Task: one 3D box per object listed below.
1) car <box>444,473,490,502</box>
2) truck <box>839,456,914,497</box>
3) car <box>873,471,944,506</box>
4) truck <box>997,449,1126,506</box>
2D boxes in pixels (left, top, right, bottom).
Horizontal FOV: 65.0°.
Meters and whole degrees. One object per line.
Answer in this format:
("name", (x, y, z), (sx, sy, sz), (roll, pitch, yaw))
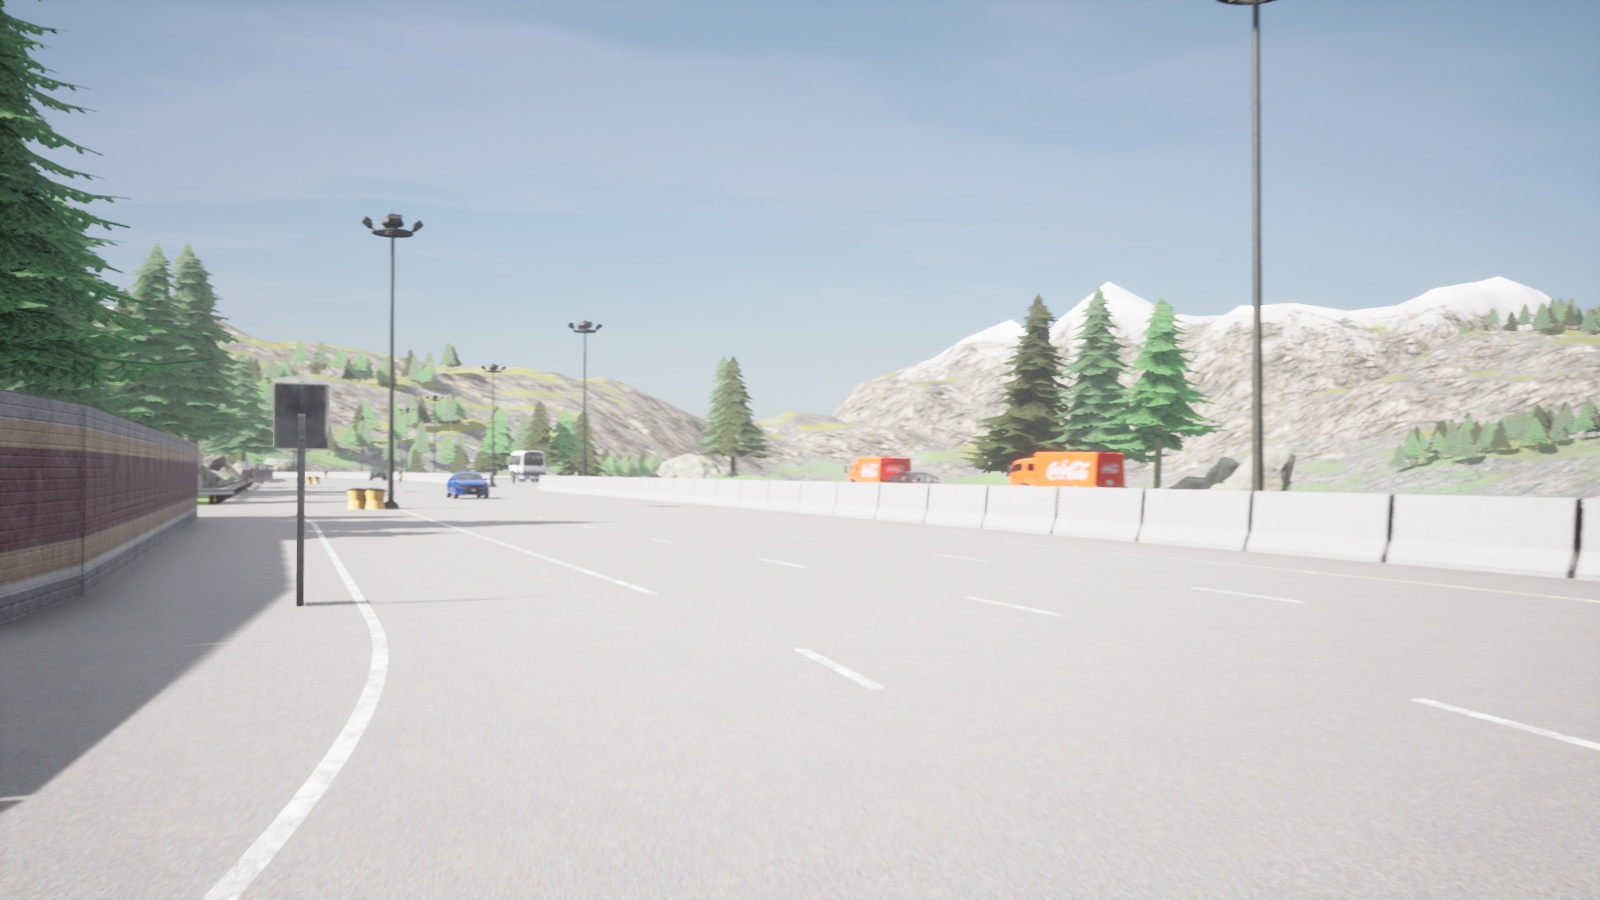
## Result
("car", (-18.693, 2.083, 70.338), (1.882, 1.535, 5.008), (0, -1, -22))
("truck", (4.667, 1.616, 77.954), (2.627, 2.467, 5.204), (0, -1, -22))
("car", (5.029, 1.756, 58.781), (1.789, 1.549, 3.705), (0, -1, -23))
("truck", (11.819, 1.225, 57.045), (2.627, 2.467, 5.204), (1, -1, -41))
